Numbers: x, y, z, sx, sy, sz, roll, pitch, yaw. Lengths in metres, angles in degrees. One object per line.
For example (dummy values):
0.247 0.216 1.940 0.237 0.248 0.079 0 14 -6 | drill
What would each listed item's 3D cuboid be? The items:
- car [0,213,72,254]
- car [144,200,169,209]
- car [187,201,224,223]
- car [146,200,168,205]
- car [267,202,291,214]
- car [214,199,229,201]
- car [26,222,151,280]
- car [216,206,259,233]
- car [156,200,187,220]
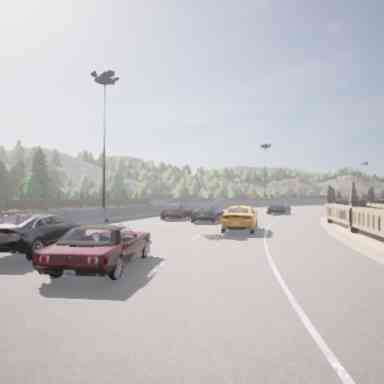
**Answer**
-5.756 1.528 12.471 2.128 1.511 4.902 0 0 8 | car
-5.675 1.939 53.581 1.994 1.385 4.181 0 -1 31 | car
1.374 1.716 27.110 1.994 1.385 4.181 0 0 18 | car
-3.603 1.766 42.906 2.128 1.511 4.902 0 -1 27 | car
10.191 1.824 38.699 1.994 1.385 4.181 0 -1 28 | car
5.349 2.002 63.357 2.128 1.511 4.902 0 -1 39 | car
-2.618 1.636 10.051 1.895 1.301 4.718 0 0 7 | car
3.016 1.589 20.533 1.882 1.535 5.008 0 0 14 | car
-1.244 1.733 30.160 1.994 1.385 4.181 0 0 20 | car
